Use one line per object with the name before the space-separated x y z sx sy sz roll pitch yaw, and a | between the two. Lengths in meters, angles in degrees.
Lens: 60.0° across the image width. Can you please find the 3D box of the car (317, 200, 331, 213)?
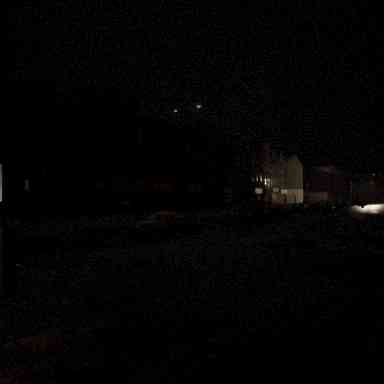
car | 14.933 1.835 40.291 1.887 1.381 4.507 -1 -1 35

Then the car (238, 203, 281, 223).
car | 5.180 1.716 26.518 1.947 1.339 4.313 -1 -1 35

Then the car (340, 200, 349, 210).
car | 21.435 1.953 49.473 2.008 1.369 4.403 -1 -1 35

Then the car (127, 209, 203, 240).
car | -1.225 1.599 17.475 1.752 1.417 4.829 -1 -1 35

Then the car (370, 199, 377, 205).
car | 44.193 2.462 81.607 2.008 1.369 4.403 -2 -2 35

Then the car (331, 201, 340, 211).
car | 18.183 1.785 44.884 1.967 1.590 4.097 -1 -1 35

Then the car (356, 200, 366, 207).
car | 31.190 2.148 63.246 2.008 1.369 4.403 -1 -1 35

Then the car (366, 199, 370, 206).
car | 34.440 2.213 67.836 1.887 1.381 4.507 -1 -2 35

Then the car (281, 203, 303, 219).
car | 8.431 1.744 31.109 2.008 1.369 4.403 -1 -1 35

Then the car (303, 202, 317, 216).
car | 11.682 1.822 35.699 1.802 1.307 4.206 -1 -1 35

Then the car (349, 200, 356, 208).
car | 24.686 2.014 54.064 2.008 1.369 4.403 -1 -1 35
